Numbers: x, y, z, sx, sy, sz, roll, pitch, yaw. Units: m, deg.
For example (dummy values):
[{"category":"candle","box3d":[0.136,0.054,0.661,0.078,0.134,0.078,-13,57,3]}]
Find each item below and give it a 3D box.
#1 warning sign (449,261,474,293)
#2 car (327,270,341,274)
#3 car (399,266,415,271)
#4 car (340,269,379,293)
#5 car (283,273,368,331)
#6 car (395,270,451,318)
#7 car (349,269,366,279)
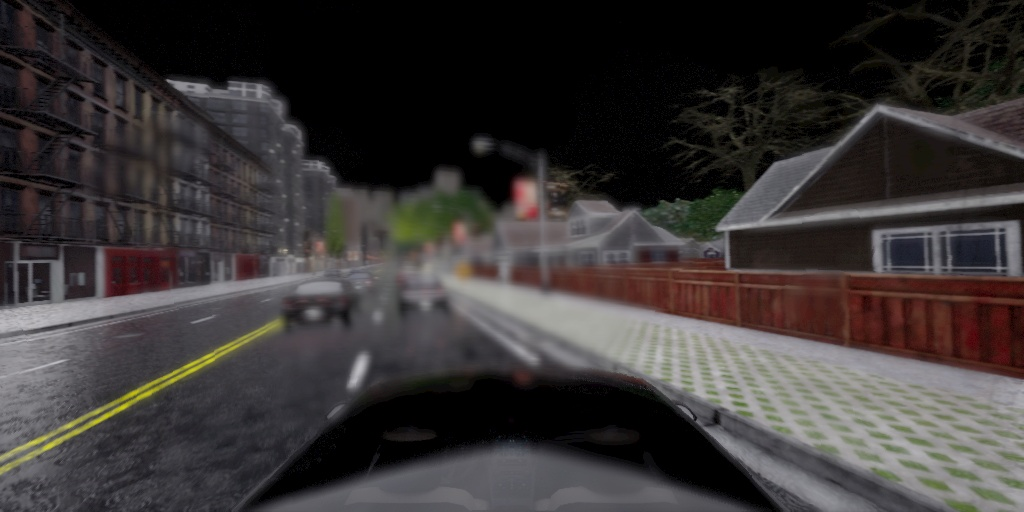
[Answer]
[{"category":"warning sign","box3d":[-2.901,1.216,21.489,1.300,1.860,1.060,0,0,-18]},{"category":"car","box3d":[-26.615,2.741,53.860,1.994,1.385,4.181,-1,-1,-18]},{"category":"car","box3d":[-8.623,1.851,30.107,1.882,1.535,5.008,-1,0,-17]},{"category":"car","box3d":[-10.722,1.924,25.922,2.033,1.411,5.357,-1,-1,-17]},{"category":"car","box3d":[-6.476,1.558,12.748,1.882,1.535,5.008,-1,-1,-17]},{"category":"car","box3d":[-3.691,1.523,14.735,2.128,1.511,4.902,-1,-1,-17]},{"category":"car","box3d":[-23.474,2.703,54.713,1.895,1.301,4.718,-1,-1,-17]}]
